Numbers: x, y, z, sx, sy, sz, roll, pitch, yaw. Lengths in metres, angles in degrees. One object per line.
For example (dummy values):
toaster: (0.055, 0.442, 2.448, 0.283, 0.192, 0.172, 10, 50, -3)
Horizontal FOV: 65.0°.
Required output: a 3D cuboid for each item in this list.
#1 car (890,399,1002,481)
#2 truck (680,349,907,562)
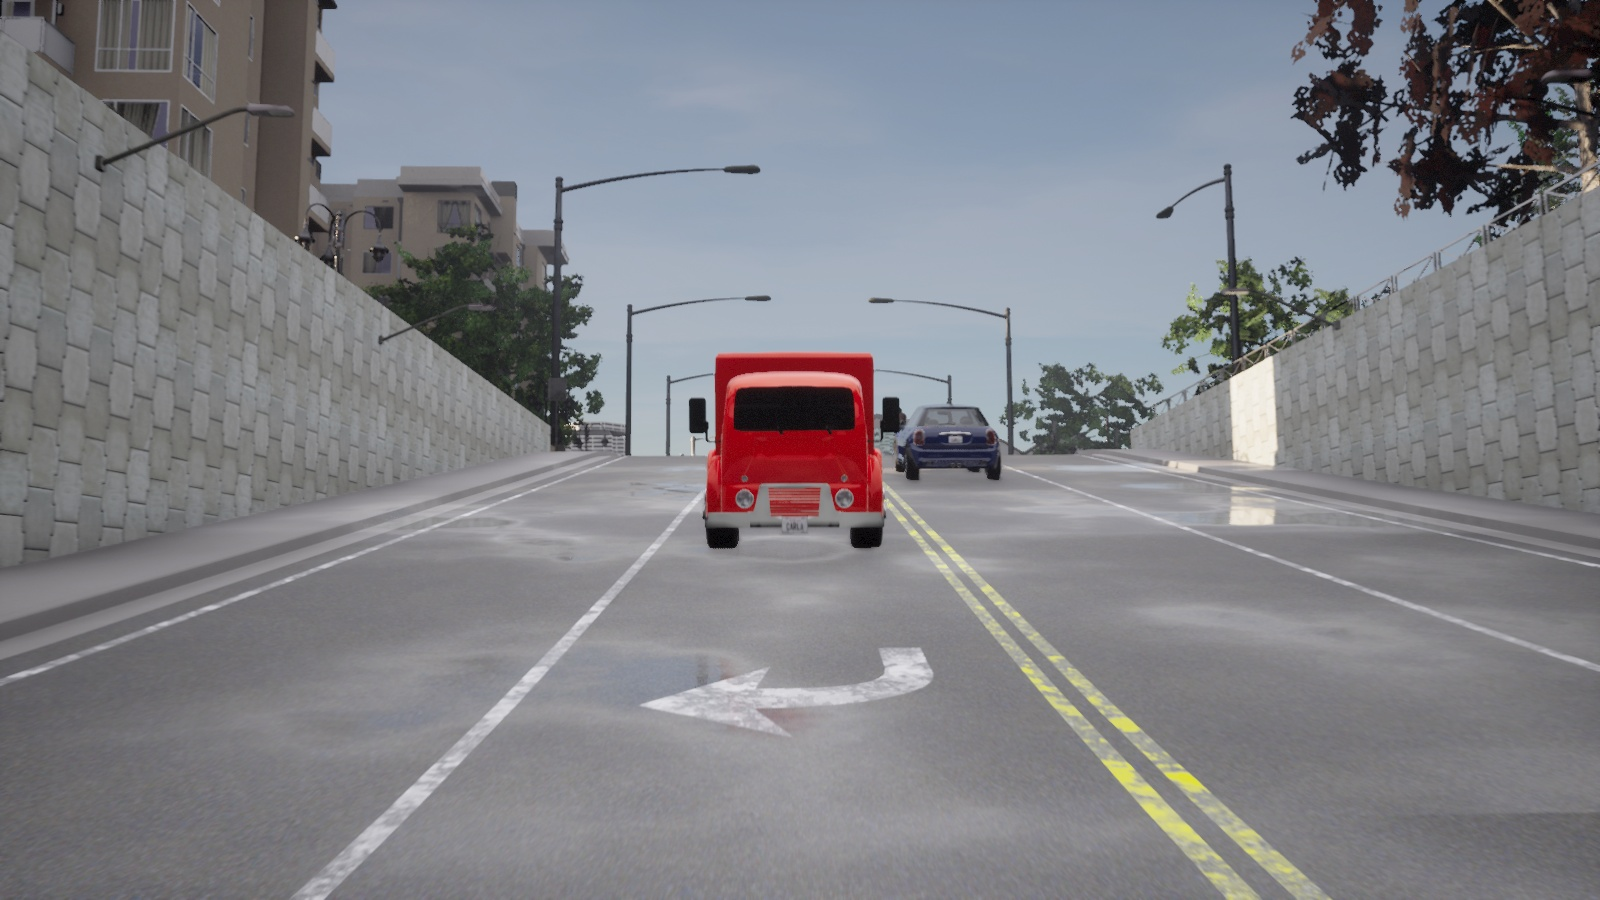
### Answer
car: (3.376, -0.306, 29.822, 2.097, 1.767, 4.553, -1, 2, 0)
truck: (-0.079, -0.065, 17.271, 2.627, 2.467, 5.204, -1, 3, 0)
